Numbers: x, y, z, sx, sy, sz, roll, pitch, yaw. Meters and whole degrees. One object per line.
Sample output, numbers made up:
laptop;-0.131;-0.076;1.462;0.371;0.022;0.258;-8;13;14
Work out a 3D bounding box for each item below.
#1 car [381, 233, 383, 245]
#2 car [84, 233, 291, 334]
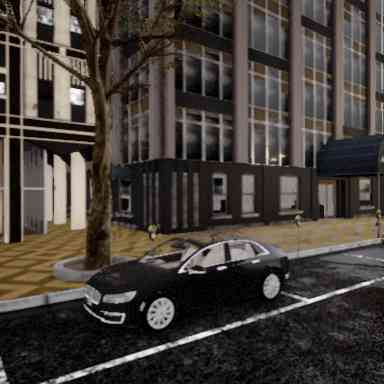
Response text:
car;9.264;1.515;13.178;4.829;1.417;1.752;0;0;-36
car;0.127;1.549;6.656;4.403;1.369;2.008;0;0;-36
